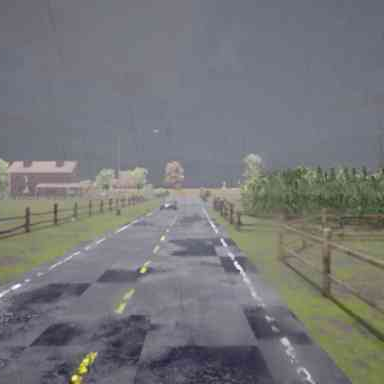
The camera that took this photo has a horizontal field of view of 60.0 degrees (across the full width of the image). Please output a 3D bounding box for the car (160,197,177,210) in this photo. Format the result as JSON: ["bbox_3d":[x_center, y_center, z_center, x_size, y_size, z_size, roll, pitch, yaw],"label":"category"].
[{"bbox_3d":[-2.761,1.357,39.602,2.128,1.511,4.902,0,0,0],"label":"car"}]
